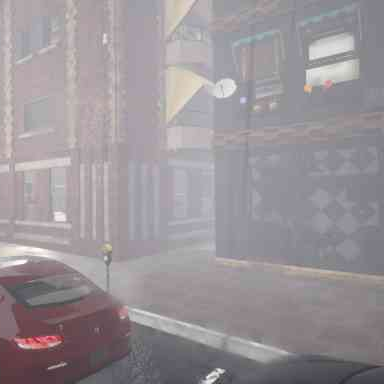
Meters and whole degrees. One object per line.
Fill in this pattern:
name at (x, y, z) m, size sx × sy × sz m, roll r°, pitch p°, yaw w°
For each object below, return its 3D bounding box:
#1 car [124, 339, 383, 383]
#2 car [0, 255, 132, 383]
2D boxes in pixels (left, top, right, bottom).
car at (1.941, 1.566, 1.464) m, size 4.313 × 1.339 × 1.947 m, roll 0°, pitch -1°, yaw 35°
car at (-2.670, 1.583, 4.741) m, size 4.206 × 1.307 × 1.802 m, roll 0°, pitch -1°, yaw 35°
